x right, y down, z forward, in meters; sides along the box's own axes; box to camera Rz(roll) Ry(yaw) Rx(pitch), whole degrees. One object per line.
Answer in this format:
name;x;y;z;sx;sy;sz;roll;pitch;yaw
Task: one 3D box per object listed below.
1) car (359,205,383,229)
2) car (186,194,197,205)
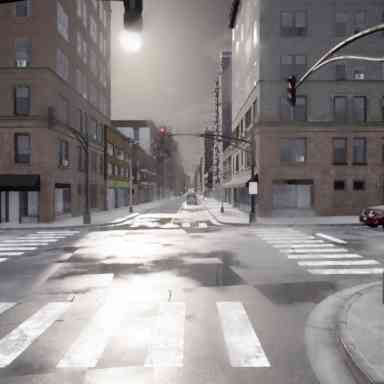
car;12.053;1.123;18.376;5.009;1.841;2.192;-1;1;0
car;-0.017;1.592;60.021;2.033;1.411;5.357;0;0;0
